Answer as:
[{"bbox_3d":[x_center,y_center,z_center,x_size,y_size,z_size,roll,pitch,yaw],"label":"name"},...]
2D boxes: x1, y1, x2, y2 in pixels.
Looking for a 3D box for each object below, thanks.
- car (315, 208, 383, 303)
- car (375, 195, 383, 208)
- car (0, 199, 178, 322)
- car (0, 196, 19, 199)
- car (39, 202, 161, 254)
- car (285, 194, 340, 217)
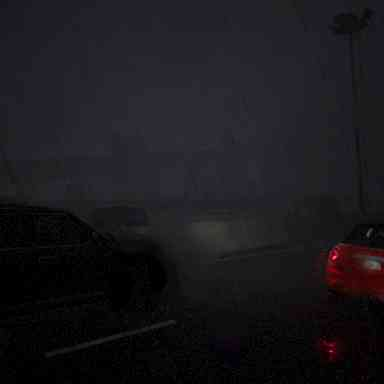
[{"bbox_3d":[5.039,1.359,7.341,4.553,1.767,2.097,0,0,-36],"label":"car"},{"bbox_3d":[26.813,1.182,44.491,5.566,2.045,2.150,-1,1,-36],"label":"car"},{"bbox_3d":[-2.933,1.227,5.952,5.566,2.045,2.150,0,0,-36],"label":"car"},{"bbox_3d":[-11.712,1.225,17.129,5.566,2.045,2.150,0,0,-35],"label":"car"},{"bbox_3d":[-3.841,1.357,14.140,4.553,1.767,2.097,0,0,-35],"label":"car"},{"bbox_3d":[10.425,1.232,28.562,5.566,2.045,2.150,0,0,-35],"label":"car"}]
